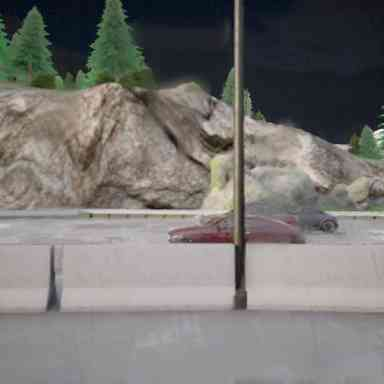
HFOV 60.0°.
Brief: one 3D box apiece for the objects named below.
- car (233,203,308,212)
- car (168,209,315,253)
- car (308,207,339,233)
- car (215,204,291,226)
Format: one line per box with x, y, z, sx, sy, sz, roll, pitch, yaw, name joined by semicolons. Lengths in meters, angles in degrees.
2.482;1.282;14.976;4.553;1.767;2.097;0;0;2;car
1.499;1.472;11.518;4.674;1.442;1.812;0;0;2;car
5.781;1.476;18.357;4.181;1.385;1.994;0;0;3;car
3.899;1.498;21.962;4.718;1.301;1.895;0;0;2;car
